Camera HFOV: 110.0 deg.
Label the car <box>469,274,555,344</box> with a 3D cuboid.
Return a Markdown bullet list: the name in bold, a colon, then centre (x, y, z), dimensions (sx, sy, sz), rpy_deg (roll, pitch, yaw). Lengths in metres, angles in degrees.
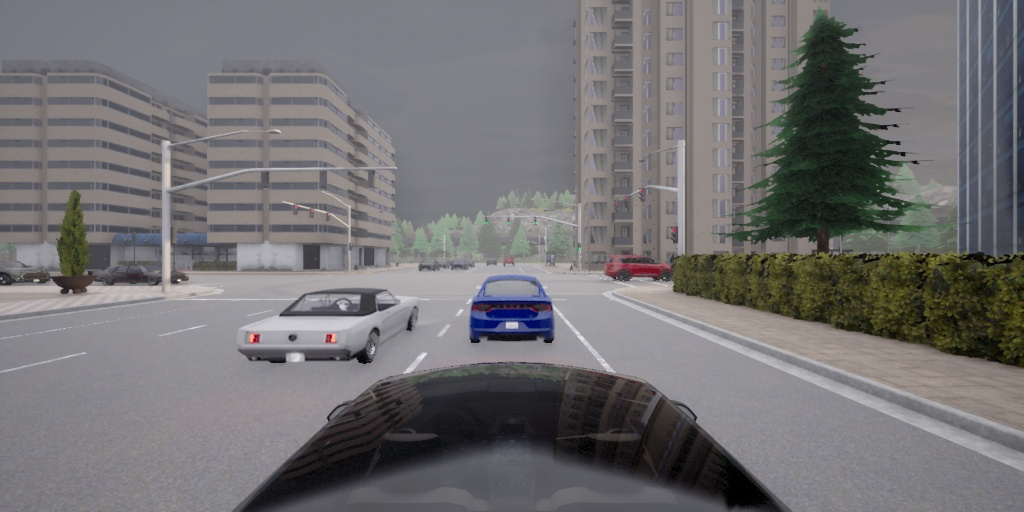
- **car**: centre (-0.004, 1.228, 9.652), dimensions (1.882, 1.535, 5.008), rpy_deg (0, 0, 0)

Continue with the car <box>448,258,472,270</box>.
- **car**: centre (-7.546, 1.102, 52.110), dimensions (2.097, 1.767, 4.553), rpy_deg (0, 0, 0)

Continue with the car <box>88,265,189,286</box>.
- **car**: centre (-25.654, 1.297, 24.773), dimensions (5.357, 1.411, 2.033), rpy_deg (0, 0, 0)

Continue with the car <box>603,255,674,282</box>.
- **car**: centre (10.051, 0.971, 28.237), dimensions (5.566, 2.045, 2.150), rpy_deg (0, 0, 0)

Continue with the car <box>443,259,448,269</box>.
- **car**: centre (-11.083, 1.255, 56.976), dimensions (1.837, 1.490, 4.892), rpy_deg (0, 0, 0)

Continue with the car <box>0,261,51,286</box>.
- **car**: centre (-35.098, 1.102, 24.782), dimensions (4.553, 1.767, 2.097), rpy_deg (0, 0, 0)

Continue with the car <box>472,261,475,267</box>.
- **car**: centre (-7.610, 1.297, 62.551), dimensions (2.033, 1.411, 5.357), rpy_deg (0, 0, 1)

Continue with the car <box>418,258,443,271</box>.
- **car**: centre (-11.011, 1.102, 47.891), dimensions (2.097, 1.767, 4.553), rpy_deg (0, 0, 0)

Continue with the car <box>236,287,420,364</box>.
- **car**: centre (-3.497, 1.351, 8.021), dimensions (1.895, 1.301, 4.718), rpy_deg (0, 0, 0)
